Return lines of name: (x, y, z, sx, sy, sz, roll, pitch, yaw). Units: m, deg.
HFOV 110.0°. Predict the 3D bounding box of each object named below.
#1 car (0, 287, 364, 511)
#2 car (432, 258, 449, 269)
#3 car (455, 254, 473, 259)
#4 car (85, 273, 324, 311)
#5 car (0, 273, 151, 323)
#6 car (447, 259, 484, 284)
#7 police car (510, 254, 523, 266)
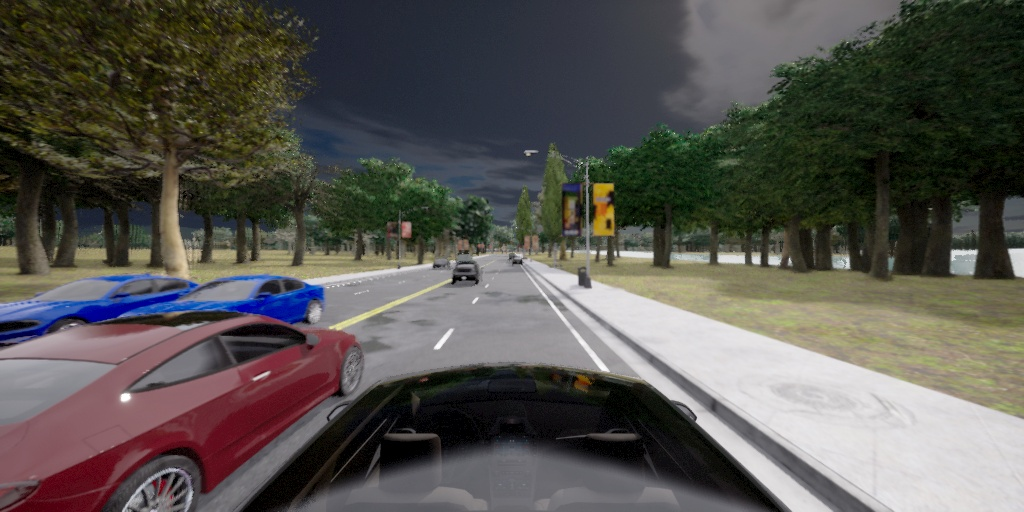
car: (-3.163, 1.274, 3.562, 1.812, 1.442, 4.674, 0, 0, 0)
car: (-9.810, 1.056, 50.135, 1.837, 1.490, 4.892, 0, 0, 0)
car: (-6.562, 0.773, 50.063, 2.150, 2.045, 5.566, 0, 0, 0)
car: (-6.598, 1.220, 8.869, 1.882, 1.535, 5.008, 0, 0, 0)
car: (-9.848, 1.220, 8.868, 1.882, 1.535, 5.008, 0, 0, 0)
car: (-3.145, 1.190, 25.814, 1.837, 1.490, 4.892, 0, 0, 0)
police car: (0.990, 0.875, 63.529, 1.930, 1.638, 5.238, 0, 0, 0)
